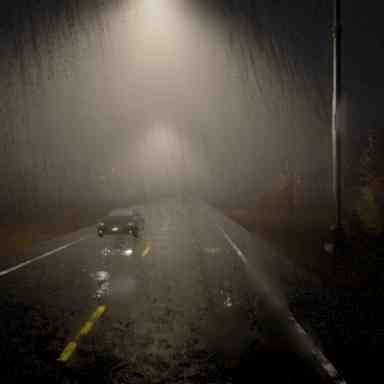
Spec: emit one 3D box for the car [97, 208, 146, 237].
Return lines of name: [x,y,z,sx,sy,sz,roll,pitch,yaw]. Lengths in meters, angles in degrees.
car: [-3.658,1.569,17.778,1.994,1.385,4.181,0,0,-1]
